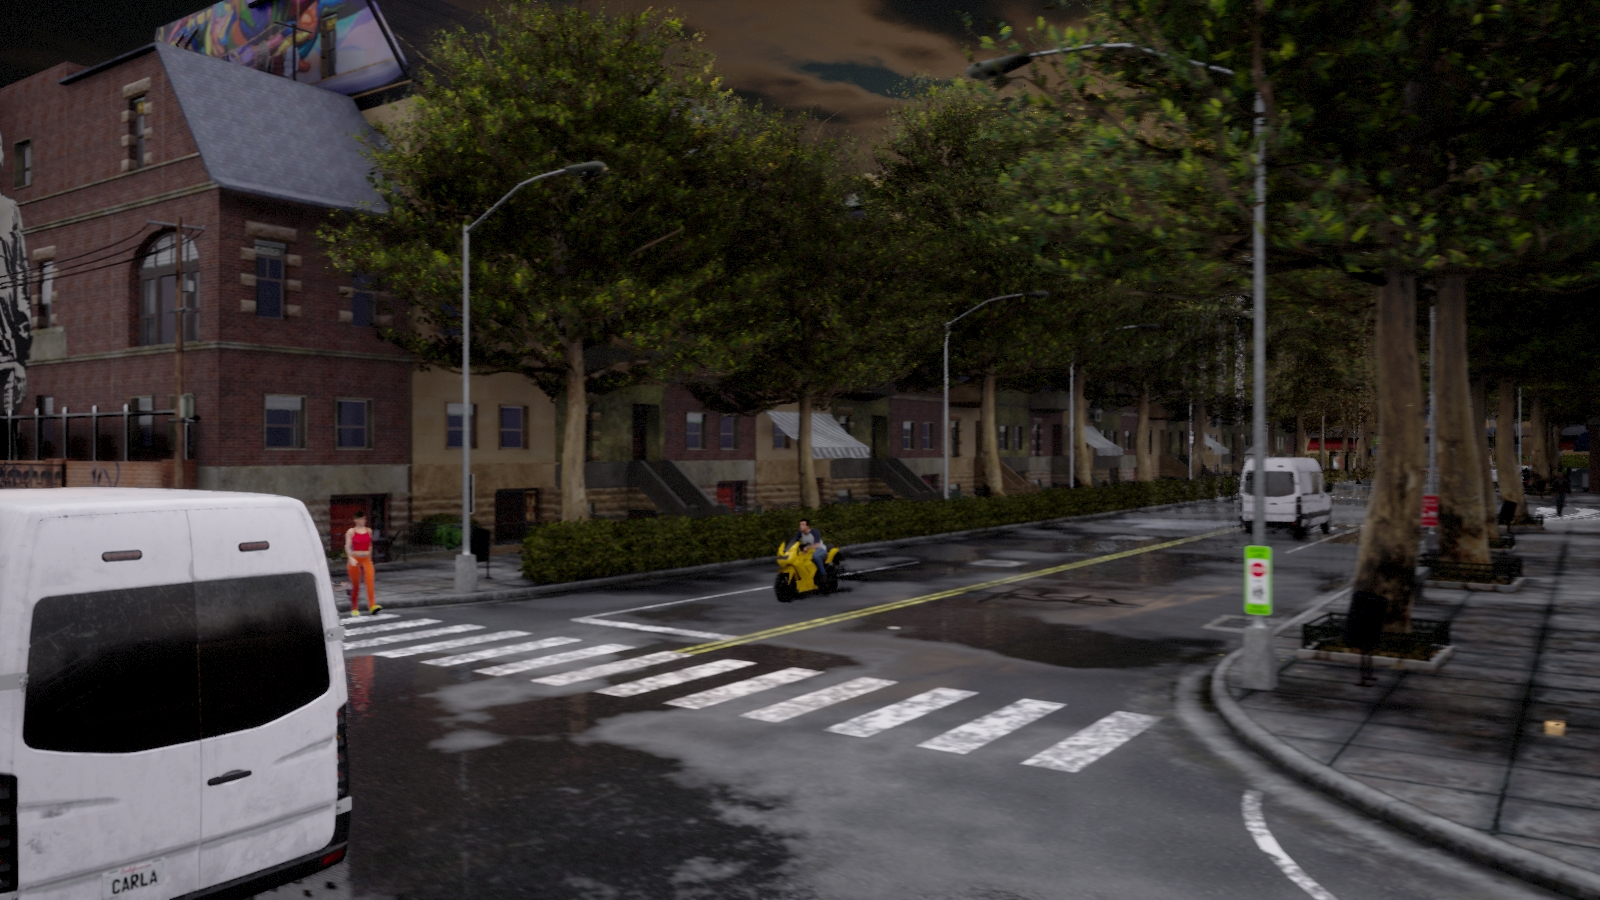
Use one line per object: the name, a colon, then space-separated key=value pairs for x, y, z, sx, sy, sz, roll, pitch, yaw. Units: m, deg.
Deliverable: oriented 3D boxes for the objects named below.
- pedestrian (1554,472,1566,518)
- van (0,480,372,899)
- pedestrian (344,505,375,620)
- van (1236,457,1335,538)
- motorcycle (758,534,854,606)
pedestrian: x=31.390 y=1.849 z=47.193 sx=0.375 sy=1.860 sz=0.375 roll=0 pitch=0 yaw=31
van: x=-5.538 y=1.535 z=7.674 sx=5.915 sy=2.561 sz=1.988 roll=0 pitch=0 yaw=35
pedestrian: x=-7.321 y=1.851 z=18.982 sx=0.375 sy=1.860 sz=0.375 roll=0 pitch=0 yaw=-40
van: x=16.857 y=1.535 z=39.452 sx=1.988 sy=2.561 sz=5.915 roll=0 pitch=0 yaw=35
motorcycle: x=0.138 y=2.215 z=21.445 sx=0.803 sy=1.145 sz=2.033 roll=0 pitch=0 yaw=35
